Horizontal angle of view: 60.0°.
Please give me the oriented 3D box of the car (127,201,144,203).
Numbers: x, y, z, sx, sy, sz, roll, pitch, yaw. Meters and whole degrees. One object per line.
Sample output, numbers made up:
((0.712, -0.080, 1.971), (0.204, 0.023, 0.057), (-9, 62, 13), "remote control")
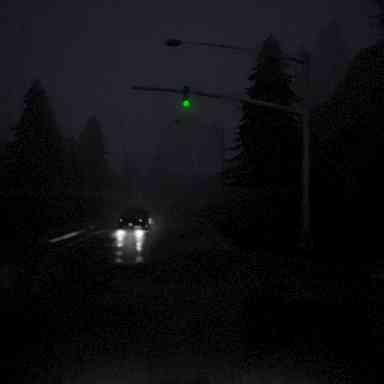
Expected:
((-5.327, 1.831, 34.417), (2.128, 1.511, 4.902), (1, -1, -12), "car")

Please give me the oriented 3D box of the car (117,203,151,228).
((-4.172, 1.789, 24.661), (2.033, 1.411, 5.357), (0, -1, -2), "car")
